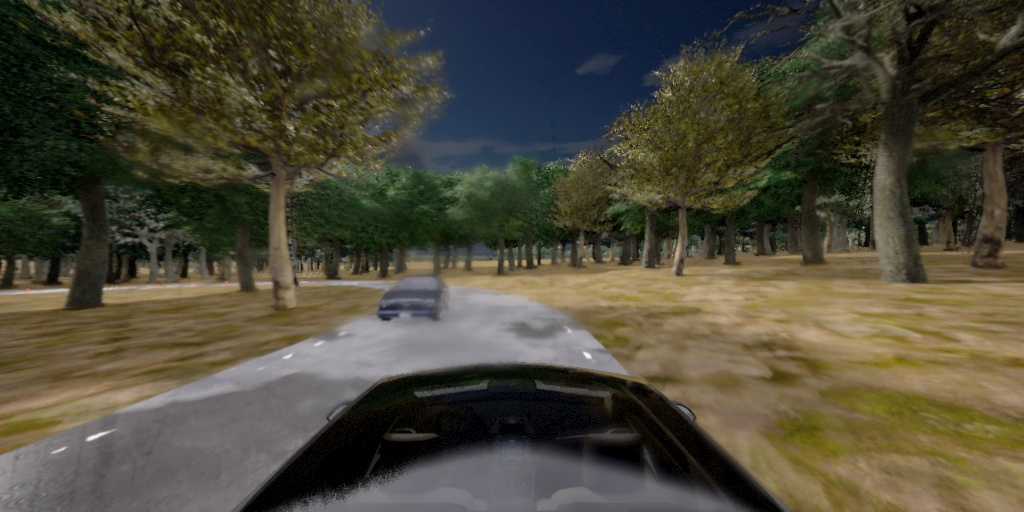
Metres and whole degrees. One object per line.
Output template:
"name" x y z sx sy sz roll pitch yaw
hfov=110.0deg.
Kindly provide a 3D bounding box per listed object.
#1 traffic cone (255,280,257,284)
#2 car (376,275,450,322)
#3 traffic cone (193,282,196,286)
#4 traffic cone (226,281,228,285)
"traffic cone" -33.732 3.427 47.311 0.340 0.580 0.340 0 0 14
"car" -3.279 1.405 13.000 2.033 1.411 5.357 1 -2 -5
"traffic cone" -42.992 3.797 48.560 0.340 0.580 0.340 0 0 1
"traffic cone" -38.326 3.608 48.211 0.340 0.580 0.340 0 0 8
